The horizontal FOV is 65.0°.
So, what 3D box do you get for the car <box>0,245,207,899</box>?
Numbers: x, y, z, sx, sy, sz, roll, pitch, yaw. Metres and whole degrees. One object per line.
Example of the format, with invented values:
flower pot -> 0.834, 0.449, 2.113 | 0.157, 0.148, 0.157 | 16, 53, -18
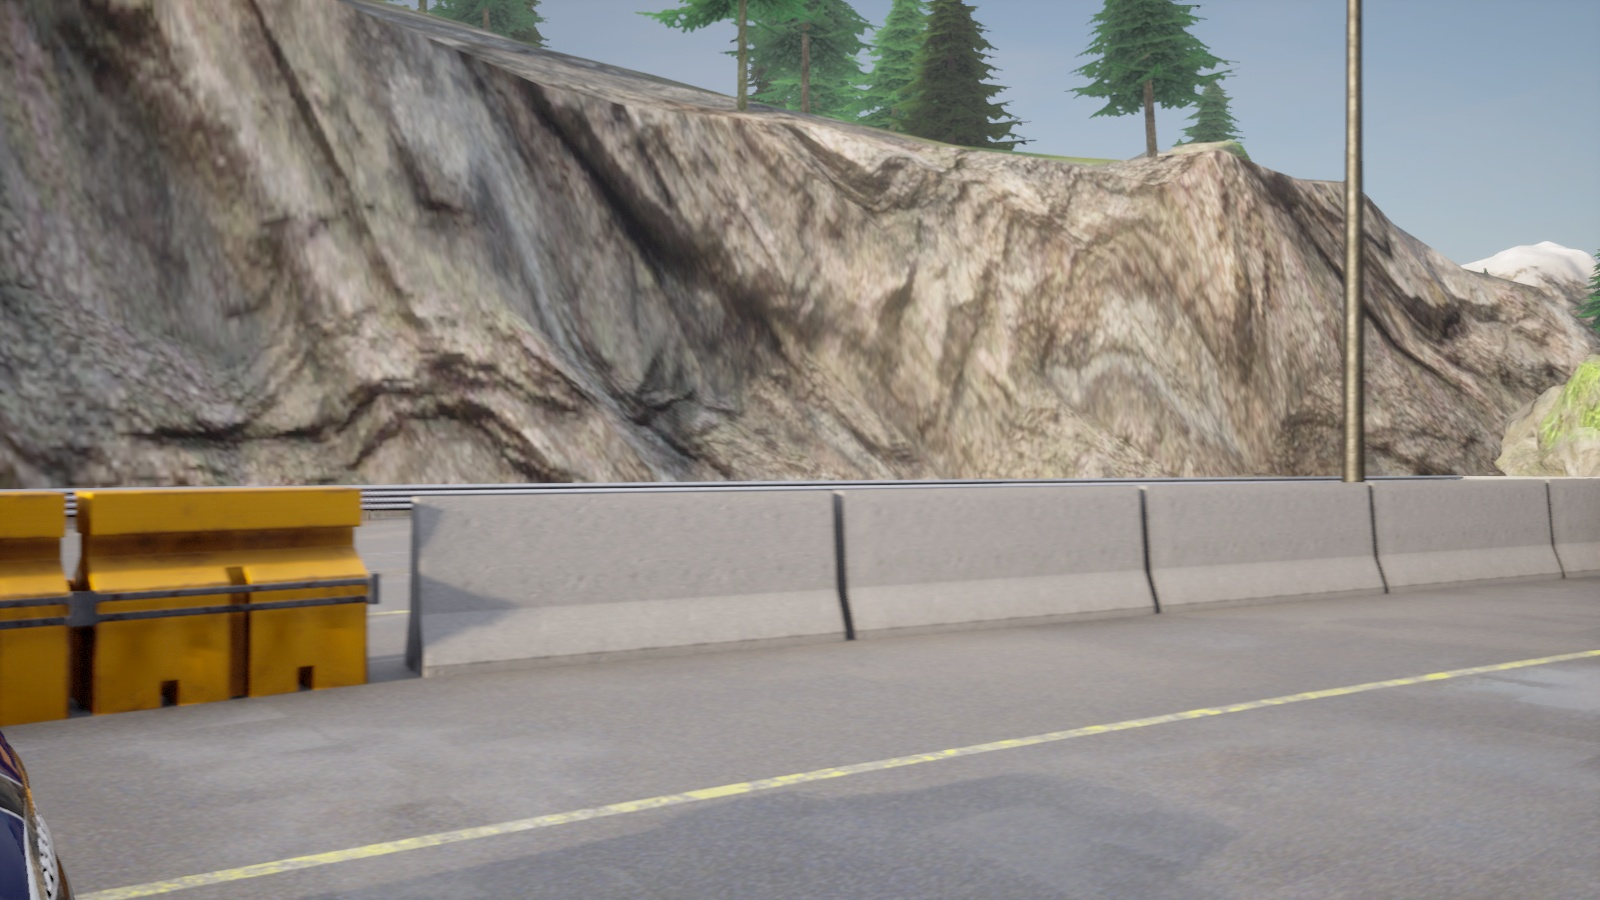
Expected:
car -> -3.323, 0.613, 1.348 | 4.553, 1.767, 2.097 | 0, 0, -36
